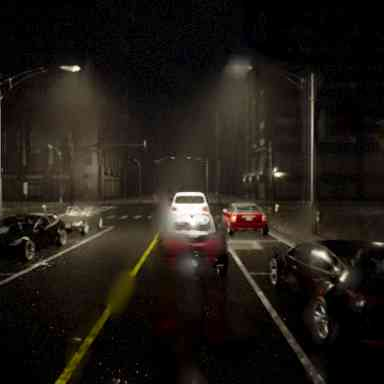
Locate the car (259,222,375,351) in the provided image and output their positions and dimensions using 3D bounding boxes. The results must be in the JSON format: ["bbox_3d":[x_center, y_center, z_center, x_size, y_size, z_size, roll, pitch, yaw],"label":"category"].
[{"bbox_3d":[2.723,1.503,6.102,1.947,1.339,4.313,0,1,0],"label":"car"}]

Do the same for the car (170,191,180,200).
[{"bbox_3d":[-3.524,0.734,69.524,2.097,1.767,4.553,0,0,-1],"label":"car"}]

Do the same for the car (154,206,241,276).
[{"bbox_3d":[-0.005,1.395,9.985,2.128,1.511,4.902,0,1,0],"label":"car"}]

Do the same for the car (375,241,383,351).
[{"bbox_3d":[2.763,1.306,0.464,2.192,1.841,5.009,0,1,0],"label":"car"}]

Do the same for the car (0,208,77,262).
[{"bbox_3d":[-5.842,1.460,11.674,1.947,1.339,4.313,0,1,0],"label":"car"}]

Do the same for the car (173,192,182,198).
[{"bbox_3d":[-3.700,0.780,85.075,2.128,1.511,4.902,0,0,-1],"label":"car"}]

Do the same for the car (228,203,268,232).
[{"bbox_3d":[2.641,1.272,17.372,1.967,1.590,4.097,0,1,0],"label":"car"}]

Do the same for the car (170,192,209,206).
[{"bbox_3d":[-0.137,1.032,20.005,2.150,2.045,5.566,0,1,0],"label":"car"}]

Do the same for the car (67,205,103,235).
[{"bbox_3d":[-5.883,1.392,17.310,2.008,1.369,4.403,0,1,0],"label":"car"}]
